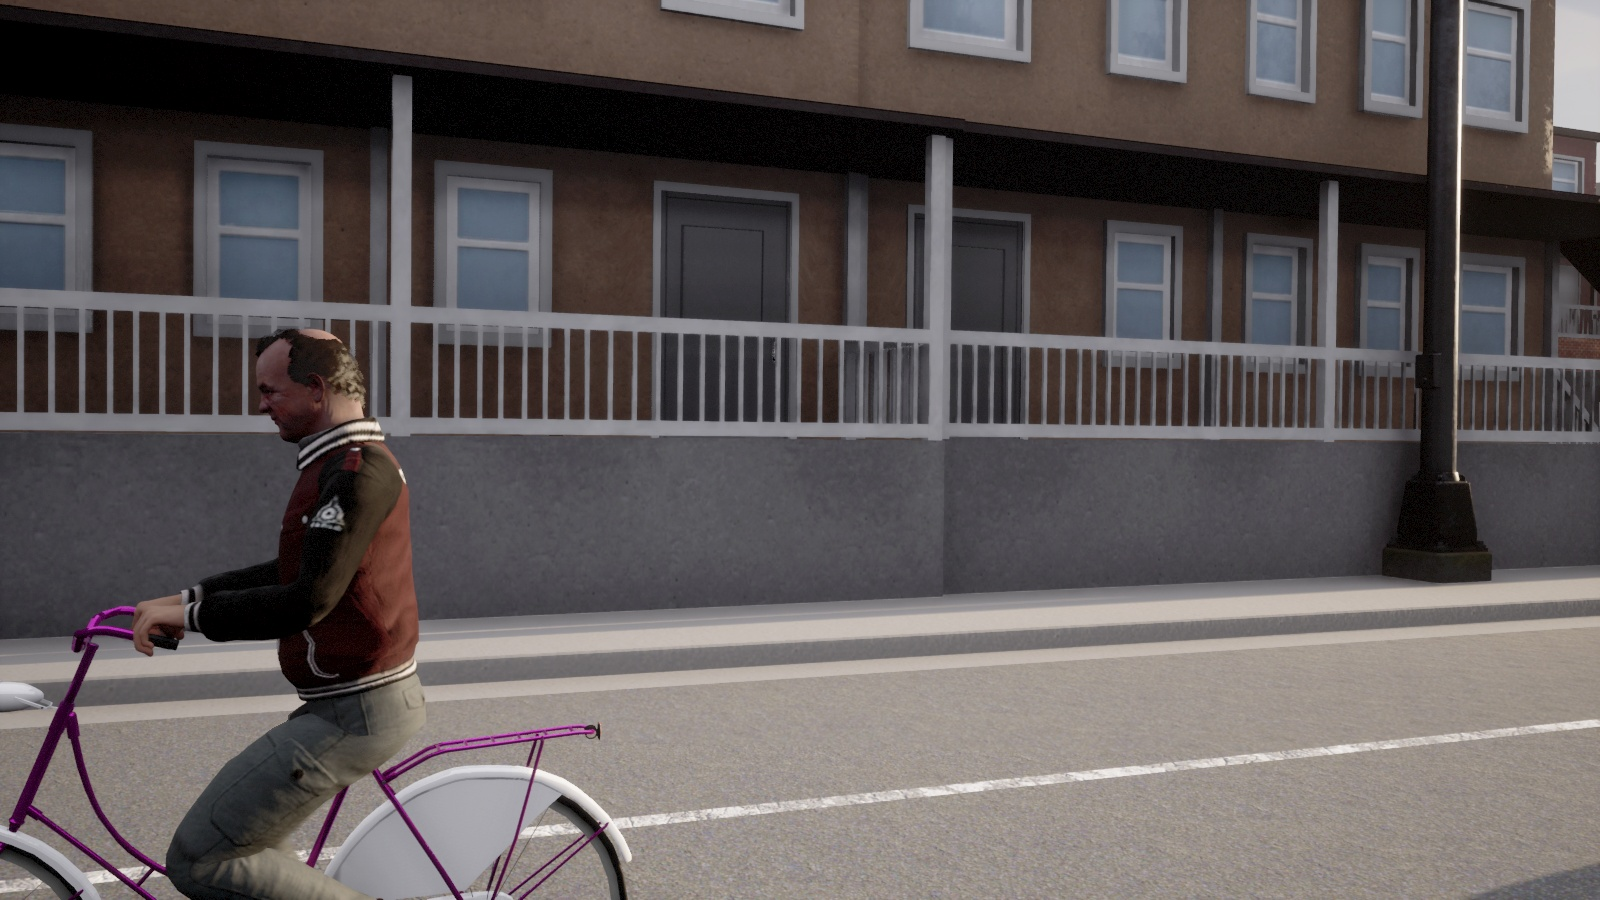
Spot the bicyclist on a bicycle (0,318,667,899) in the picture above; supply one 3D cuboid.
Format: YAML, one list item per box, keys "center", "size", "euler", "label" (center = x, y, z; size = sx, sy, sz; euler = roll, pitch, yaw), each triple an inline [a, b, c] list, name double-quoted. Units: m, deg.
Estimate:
- center: [-1.275, 0.637, 2.754]
  size: [1.843, 1.776, 0.659]
  euler: [-1, 1, -21]
  label: "bicyclist on a bicycle"
